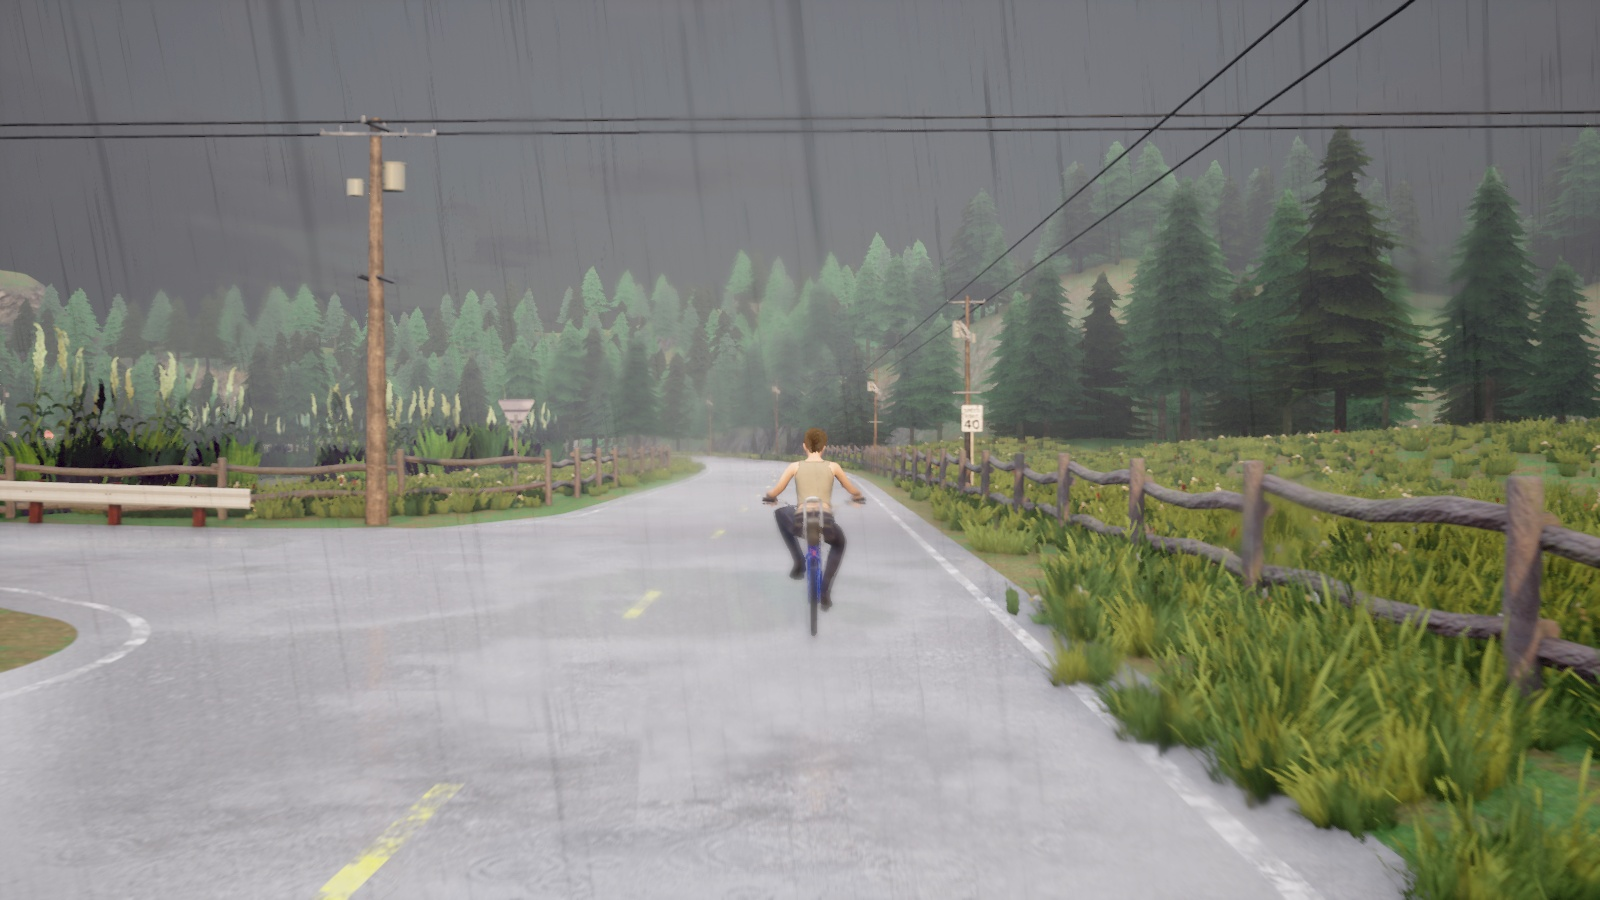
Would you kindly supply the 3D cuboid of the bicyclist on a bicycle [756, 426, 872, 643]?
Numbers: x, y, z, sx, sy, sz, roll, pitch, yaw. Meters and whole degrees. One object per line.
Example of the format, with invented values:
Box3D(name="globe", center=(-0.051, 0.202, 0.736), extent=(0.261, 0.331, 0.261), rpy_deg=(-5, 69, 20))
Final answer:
Box3D(name="bicyclist on a bicycle", center=(0.115, 0.626, 10.129), extent=(0.866, 1.612, 1.509), rpy_deg=(0, 0, 1))
